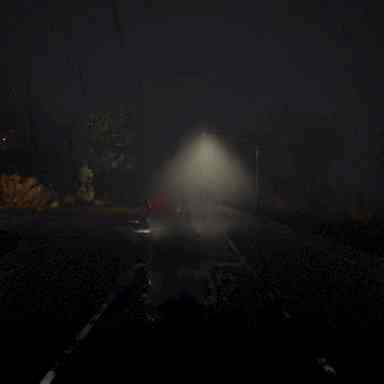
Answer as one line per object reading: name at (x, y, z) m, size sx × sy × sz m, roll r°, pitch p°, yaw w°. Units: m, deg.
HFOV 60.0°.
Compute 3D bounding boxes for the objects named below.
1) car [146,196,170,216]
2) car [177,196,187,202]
car at (-3.528, 1.443, 35.829) m, size 2.150 × 2.045 × 5.566 m, roll 0°, pitch 0°, yaw 0°
car at (-2.666, 1.922, 90.177) m, size 2.097 × 1.767 × 4.553 m, roll 0°, pitch 0°, yaw 6°
